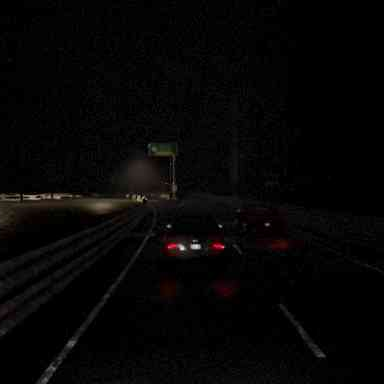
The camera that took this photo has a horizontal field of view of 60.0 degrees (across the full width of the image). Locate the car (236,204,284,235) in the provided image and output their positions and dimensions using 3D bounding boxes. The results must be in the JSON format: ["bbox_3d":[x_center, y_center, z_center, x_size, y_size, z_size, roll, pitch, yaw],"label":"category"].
[{"bbox_3d":[3.594,1.397,18.356,1.882,1.535,5.008,0,0,0],"label":"car"}]

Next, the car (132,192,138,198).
[{"bbox_3d":[-16.196,0.842,92.537,1.837,1.490,4.892,0,0,-16],"label":"car"}]

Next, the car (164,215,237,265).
[{"bbox_3d":[0.097,1.494,11.352,2.033,1.411,5.357,0,0,0],"label":"car"}]
